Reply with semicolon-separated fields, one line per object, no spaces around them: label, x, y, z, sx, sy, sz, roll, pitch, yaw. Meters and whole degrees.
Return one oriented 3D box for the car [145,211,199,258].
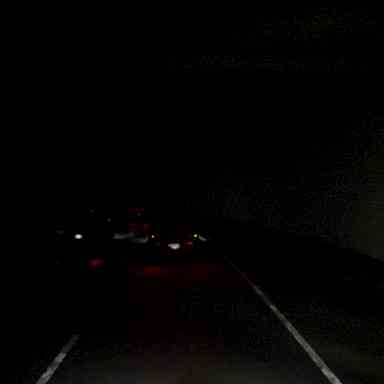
car;-0.829;1.619;13.220;1.812;1.442;4.674;0;0;-7

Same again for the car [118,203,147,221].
car;-5.445;1.692;29.941;2.128;1.511;4.902;0;-1;-25

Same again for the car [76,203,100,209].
car;-10.200;1.749;31.786;2.033;1.411;5.357;0;0;-31

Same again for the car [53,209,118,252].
car;-4.529;1.657;14.451;1.994;1.385;4.181;0;0;-8
